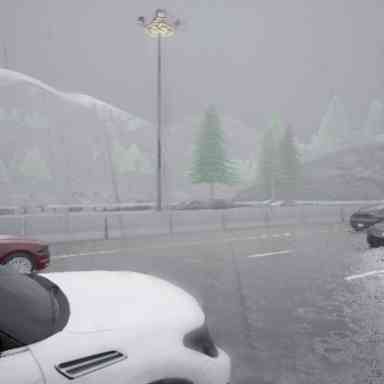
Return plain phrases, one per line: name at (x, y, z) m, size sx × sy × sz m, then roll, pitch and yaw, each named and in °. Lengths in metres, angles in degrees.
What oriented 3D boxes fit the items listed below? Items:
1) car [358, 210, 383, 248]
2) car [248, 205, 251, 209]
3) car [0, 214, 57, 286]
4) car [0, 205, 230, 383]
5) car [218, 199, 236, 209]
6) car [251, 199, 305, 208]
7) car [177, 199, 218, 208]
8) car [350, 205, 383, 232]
car at (8.966, 1.537, 13.312) m, size 4.181 × 1.385 × 1.994 m, roll 0°, pitch 0°, yaw -30°
car at (7.696, 1.448, 32.662) m, size 4.674 × 1.442 × 1.812 m, roll 0°, pitch 0°, yaw -26°
car at (-6.074, 1.451, 7.925) m, size 5.008 × 1.535 × 1.882 m, roll 0°, pitch 0°, yaw -36°
car at (-2.326, 1.214, 2.039) m, size 5.566 × 2.045 × 2.150 m, roll 0°, pitch 0°, yaw -35°
car at (2.381, 1.452, 37.840) m, size 5.357 × 1.411 × 2.033 m, roll 0°, pitch 0°, yaw -28°
car at (7.739, 1.458, 28.766) m, size 4.674 × 1.442 × 1.812 m, roll 0°, pitch 0°, yaw -27°
car at (-0.053, 1.480, 32.519) m, size 4.181 × 1.385 × 1.994 m, roll 0°, pitch 0°, yaw -29°
car at (10.815, 1.467, 18.310) m, size 4.892 × 1.490 × 1.837 m, roll 0°, pitch 0°, yaw -28°
